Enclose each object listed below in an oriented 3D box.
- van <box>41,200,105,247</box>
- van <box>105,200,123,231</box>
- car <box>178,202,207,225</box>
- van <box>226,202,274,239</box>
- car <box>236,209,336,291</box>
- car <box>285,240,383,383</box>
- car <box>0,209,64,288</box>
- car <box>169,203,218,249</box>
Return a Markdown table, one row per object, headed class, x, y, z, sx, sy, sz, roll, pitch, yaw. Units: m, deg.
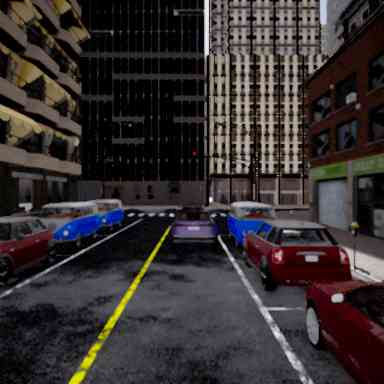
| class | x | y | z | sx | sy | sz | roll | pitch | yaw |
| --- | --- | --- | --- | --- | --- | --- | --- | --- | --- |
| van | -5.346 | 1.357 | 14.703 | 1.690 | 1.788 | 3.998 | 0 | 0 | 0 |
| van | -5.361 | 1.366 | 20.392 | 1.690 | 1.788 | 3.998 | 0 | 0 | 0 |
| car | 0.038 | 1.582 | 25.647 | 2.033 | 1.411 | 5.357 | 0 | 0 | 0 |
| van | 2.534 | 1.359 | 14.730 | 1.690 | 1.788 | 3.998 | 0 | 0 | 0 |
| car | 2.549 | 1.450 | 9.039 | 1.967 | 1.590 | 4.097 | 0 | 0 | 0 |
| car | 2.564 | 1.548 | 3.350 | 1.887 | 1.381 | 4.507 | 0 | 0 | 0 |
| car | -5.331 | 1.448 | 9.013 | 1.967 | 1.590 | 4.097 | 0 | 0 | 0 |
| car | 0.065 | 1.445 | 14.584 | 2.033 | 1.649 | 4.856 | 0 | -1 | 0 |
